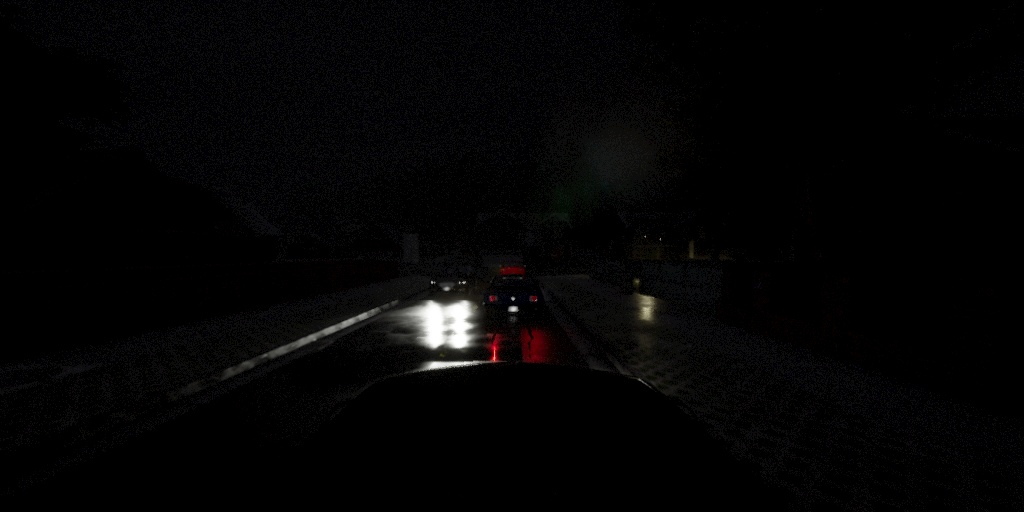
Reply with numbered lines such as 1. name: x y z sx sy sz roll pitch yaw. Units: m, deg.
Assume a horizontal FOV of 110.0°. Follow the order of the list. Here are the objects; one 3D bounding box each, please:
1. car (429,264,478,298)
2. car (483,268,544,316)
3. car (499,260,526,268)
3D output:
1. car: -2.826 1.155 17.984 2.128 1.511 4.902 0 0 0
2. car: 0.058 1.294 13.019 1.895 1.301 4.718 0 0 0
3. car: 0.047 1.085 26.775 1.882 1.535 5.008 0 0 1
